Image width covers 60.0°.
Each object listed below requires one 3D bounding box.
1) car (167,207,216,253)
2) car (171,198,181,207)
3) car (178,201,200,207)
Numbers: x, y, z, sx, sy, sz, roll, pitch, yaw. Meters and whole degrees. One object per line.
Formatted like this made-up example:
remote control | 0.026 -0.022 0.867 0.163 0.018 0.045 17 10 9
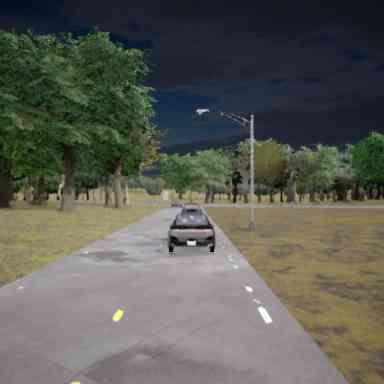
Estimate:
car | -0.006 1.629 14.300 2.128 1.511 4.902 0 0 0
car | -2.801 2.073 62.670 2.097 1.767 4.553 0 -1 0
car | -0.018 1.787 29.302 1.837 1.490 4.892 0 0 0
